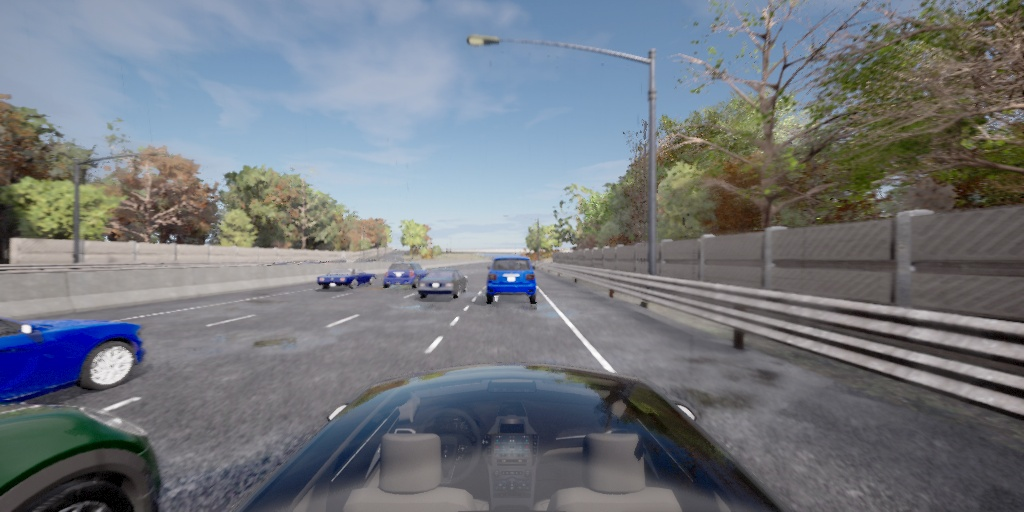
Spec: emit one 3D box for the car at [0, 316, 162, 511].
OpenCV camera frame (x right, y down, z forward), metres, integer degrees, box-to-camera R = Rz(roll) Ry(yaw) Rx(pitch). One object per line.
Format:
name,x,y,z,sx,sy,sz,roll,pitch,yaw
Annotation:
car,-3.397,1.088,0.485,2.097,1.767,4.553,0,0,0

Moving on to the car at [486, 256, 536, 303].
car,-0.040,1.034,17.128,2.150,2.045,5.566,0,0,0

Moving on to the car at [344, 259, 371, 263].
car,-21.173,1.276,50.337,2.097,1.767,4.553,0,0,0

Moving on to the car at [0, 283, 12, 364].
car,-10.407,1.238,4.354,1.837,1.490,4.892,0,0,0

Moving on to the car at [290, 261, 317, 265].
car,-28.167,1.396,50.166,2.128,1.511,4.902,0,0,0

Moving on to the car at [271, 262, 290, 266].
car,-31.663,1.456,49.810,1.994,1.385,4.181,0,0,0

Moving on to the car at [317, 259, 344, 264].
car,-24.670,1.266,50.258,2.097,1.767,4.553,0,0,0

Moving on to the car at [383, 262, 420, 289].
car,-6.960,1.176,24.121,2.097,1.767,4.553,0,0,0

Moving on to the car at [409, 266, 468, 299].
car,-3.446,1.357,18.625,2.033,1.411,5.357,0,0,0

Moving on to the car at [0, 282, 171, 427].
car,-6.901,1.217,3.759,1.882,1.535,5.008,0,0,0

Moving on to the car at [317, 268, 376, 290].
car,-10.455,1.411,23.130,1.895,1.301,4.718,0,0,0
